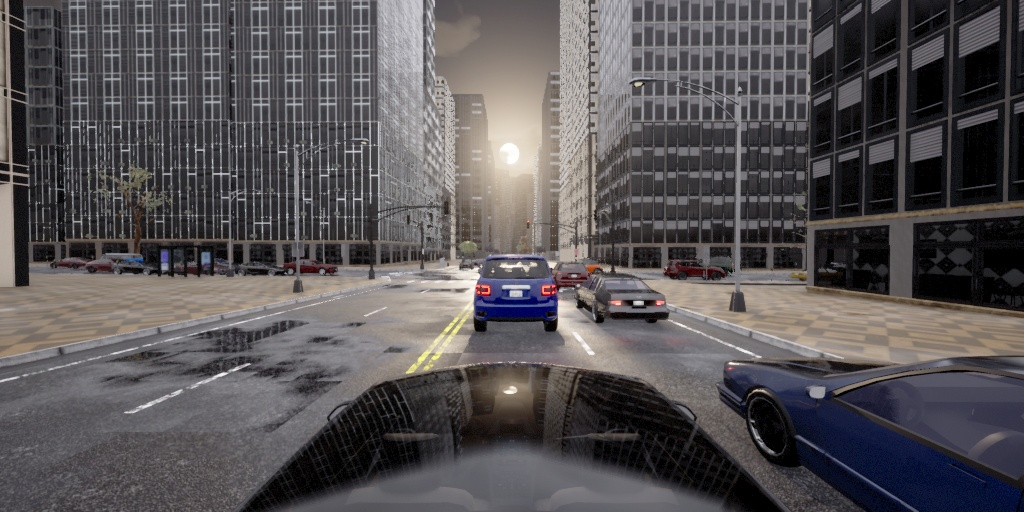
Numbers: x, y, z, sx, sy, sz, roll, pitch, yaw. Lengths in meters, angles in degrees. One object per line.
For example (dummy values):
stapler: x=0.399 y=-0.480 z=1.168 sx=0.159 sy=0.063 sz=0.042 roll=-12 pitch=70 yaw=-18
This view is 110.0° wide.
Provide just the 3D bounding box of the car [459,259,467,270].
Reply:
car: x=-6.602 y=1.220 z=52.481 sx=1.837 sy=1.490 sz=4.892 roll=0 pitch=0 yaw=-1

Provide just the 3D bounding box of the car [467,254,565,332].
car: x=0.097 y=0.967 z=11.014 sx=2.150 sy=2.045 sz=5.566 roll=0 pitch=0 yaw=0

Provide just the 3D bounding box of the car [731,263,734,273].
car: x=20.243 y=1.119 z=37.781 sx=5.566 sy=2.045 sz=2.150 roll=1 pitch=1 yaw=1

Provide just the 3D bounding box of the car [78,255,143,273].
car: x=-39.541 y=0.936 z=35.659 sx=4.674 sy=1.442 sz=1.812 roll=1 pitch=1 yaw=1

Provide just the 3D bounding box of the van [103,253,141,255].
van: x=-45.288 y=0.604 z=41.571 sx=3.998 sy=1.789 sz=1.690 roll=0 pitch=0 yaw=1

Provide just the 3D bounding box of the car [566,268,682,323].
car: x=3.350 y=1.293 z=12.017 sx=2.033 sy=1.411 sz=5.357 roll=0 pitch=0 yaw=0

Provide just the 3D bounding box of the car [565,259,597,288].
car: x=3.349 y=1.092 z=21.424 sx=2.097 sy=1.767 sz=4.553 roll=0 pitch=0 yaw=0

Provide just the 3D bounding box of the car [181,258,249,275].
car: x=-29.269 y=0.995 z=35.446 sx=4.902 sy=1.511 sz=2.128 roll=1 pitch=1 yaw=1

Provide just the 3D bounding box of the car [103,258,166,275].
car: x=-34.097 y=1.068 z=32.911 sx=4.313 sy=1.339 sz=1.948 roll=0 pitch=0 yaw=1

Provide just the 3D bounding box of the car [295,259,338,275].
car: x=-19.766 y=1.068 z=35.252 sx=5.008 sy=1.535 sz=1.882 roll=1 pitch=1 yaw=0

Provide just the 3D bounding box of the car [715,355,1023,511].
car: x=3.350 y=1.297 z=1.837 sx=2.033 sy=1.411 sz=5.357 roll=0 pitch=0 yaw=1

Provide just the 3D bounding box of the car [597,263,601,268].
car: x=6.995 y=1.141 z=37.341 sx=4.553 sy=1.767 sz=2.097 roll=0 pitch=1 yaw=-9

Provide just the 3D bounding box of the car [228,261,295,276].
car: x=-22.732 y=1.173 z=32.604 sx=4.313 sy=1.339 sz=1.948 roll=0 pitch=0 yaw=1

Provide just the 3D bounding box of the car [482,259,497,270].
car: x=-3.336 y=1.191 z=53.372 sx=1.882 sy=1.535 sz=5.008 roll=0 pitch=0 yaw=0

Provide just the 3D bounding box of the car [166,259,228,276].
car: x=-28.416 y=1.137 z=32.737 sx=4.207 sy=1.307 sz=1.802 roll=0 pitch=0 yaw=1

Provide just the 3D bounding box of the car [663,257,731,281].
car: x=16.193 y=1.268 z=32.075 sx=5.009 sy=1.841 sz=2.192 roll=0 pitch=0 yaw=1

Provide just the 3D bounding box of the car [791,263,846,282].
car: x=27.641 y=1.578 z=31.878 sx=4.829 sy=1.417 sz=1.751 roll=0 pitch=0 yaw=1

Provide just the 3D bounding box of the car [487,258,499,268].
car: x=-3.319 y=1.180 z=62.985 sx=1.882 sy=1.535 sz=5.008 roll=0 pitch=0 yaw=0
